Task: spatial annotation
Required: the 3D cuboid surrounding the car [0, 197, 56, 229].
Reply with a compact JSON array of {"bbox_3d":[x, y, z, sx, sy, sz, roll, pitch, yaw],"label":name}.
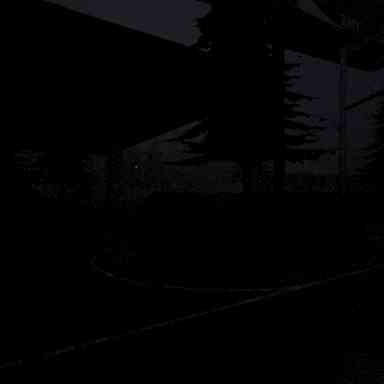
[{"bbox_3d":[-11.855,1.310,23.546,3.866,1.878,1.905,0,0,-36],"label":"car"}]
